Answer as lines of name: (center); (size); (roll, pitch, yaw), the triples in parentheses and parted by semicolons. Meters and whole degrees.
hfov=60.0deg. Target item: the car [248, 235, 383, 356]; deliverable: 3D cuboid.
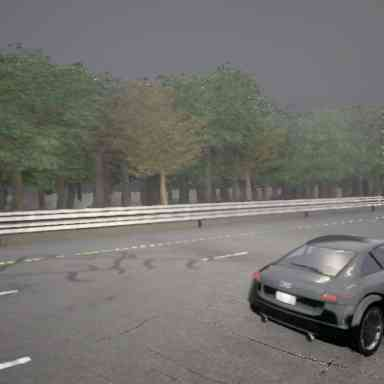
car: (2.996, 1.486, 6.010); (4.181, 1.385, 1.994); (-1, 1, -36)
